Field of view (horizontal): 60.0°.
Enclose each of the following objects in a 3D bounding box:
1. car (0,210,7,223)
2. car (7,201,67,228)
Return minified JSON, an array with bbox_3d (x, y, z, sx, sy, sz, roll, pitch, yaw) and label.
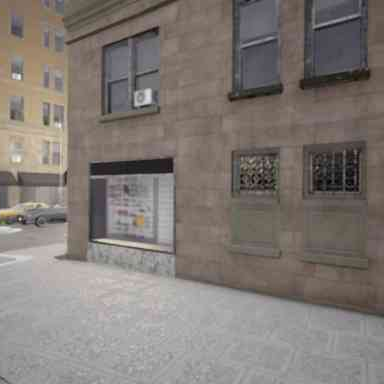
[{"bbox_3d":[-11.119,1.326,22.445,1.752,1.417,4.829,1,1,35],"label":"car"},{"bbox_3d":[-8.818,1.387,20.924,1.994,1.385,4.181,1,0,35],"label":"car"}]
